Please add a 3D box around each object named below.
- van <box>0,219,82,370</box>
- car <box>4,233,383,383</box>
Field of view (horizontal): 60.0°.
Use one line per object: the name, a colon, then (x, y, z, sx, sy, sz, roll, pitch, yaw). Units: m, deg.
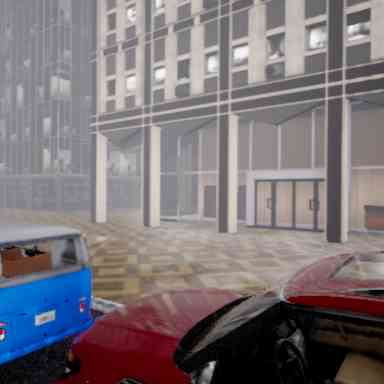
van: (-3.343, 1.339, 5.248, 3.998, 1.788, 1.690, 0, 1, 36)
car: (1.283, 1.315, 1.946, 5.009, 1.841, 2.192, 0, 1, 36)
